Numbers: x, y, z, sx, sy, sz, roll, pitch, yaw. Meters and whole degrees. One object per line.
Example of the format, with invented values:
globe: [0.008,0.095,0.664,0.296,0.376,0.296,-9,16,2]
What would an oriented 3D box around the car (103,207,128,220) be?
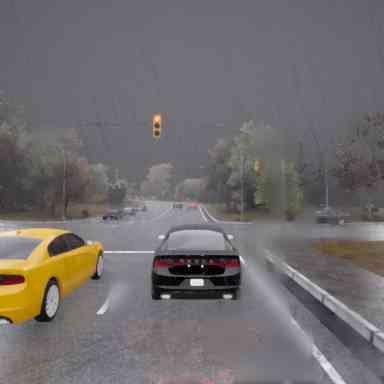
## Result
car: [-10.521,3.007,44.835,2.033,1.411,5.357,0,-2,1]

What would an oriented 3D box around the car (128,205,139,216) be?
car: [-10.474,3.219,54.808,1.812,1.442,4.674,0,-1,0]

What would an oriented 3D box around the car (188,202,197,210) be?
car: [0.155,3.051,76.246,2.097,1.767,4.553,0,0,0]

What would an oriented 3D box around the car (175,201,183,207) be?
car: [-3.445,3.177,86.827,1.994,1.385,4.181,0,0,-3]

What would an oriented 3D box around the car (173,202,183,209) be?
car: [-3.346,3.192,76.758,1.837,1.490,4.892,0,0,0]

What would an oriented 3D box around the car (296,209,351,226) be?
car: [12.458,2.442,31.644,4.892,1.490,1.837,0,-2,0]

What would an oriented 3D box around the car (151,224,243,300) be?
car: [0.101,1.567,8.615,1.882,1.535,5.008,0,-1,0]

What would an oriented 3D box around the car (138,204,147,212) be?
car: [-10.371,3.242,67.936,2.128,1.511,4.902,0,0,0]

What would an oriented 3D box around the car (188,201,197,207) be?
car: [0.072,3.172,86.403,2.033,1.411,5.357,0,0,-3]

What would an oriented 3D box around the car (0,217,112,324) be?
car: [-3.406,1.544,7.373,1.882,1.535,5.008,0,-1,0]
